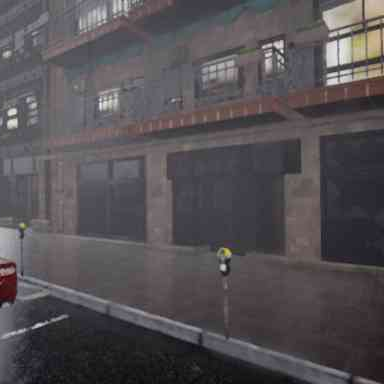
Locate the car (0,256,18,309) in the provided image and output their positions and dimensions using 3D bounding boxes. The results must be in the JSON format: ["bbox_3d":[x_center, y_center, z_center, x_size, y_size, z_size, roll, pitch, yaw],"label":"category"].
[{"bbox_3d":[-5.124,1.453,6.390,4.507,1.381,1.887,1,-1,35],"label":"car"}]
